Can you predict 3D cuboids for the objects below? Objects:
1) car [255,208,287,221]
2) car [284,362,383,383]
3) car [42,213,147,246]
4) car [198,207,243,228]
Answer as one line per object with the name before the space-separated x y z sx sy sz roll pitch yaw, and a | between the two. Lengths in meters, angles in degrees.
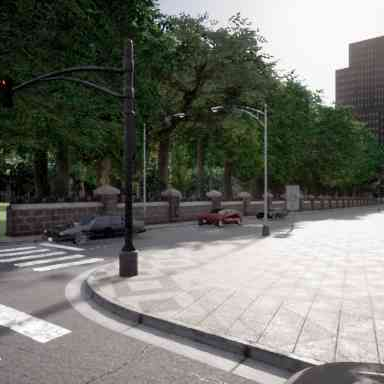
car | 8.533 2.332 35.563 1.895 1.301 4.718 0 -1 35
car | 2.351 1.551 1.286 4.403 1.369 2.008 0 0 36
car | -4.723 1.809 17.063 2.033 1.411 5.357 0 -1 39
car | 2.371 1.985 26.848 1.882 1.535 5.008 0 -1 35
